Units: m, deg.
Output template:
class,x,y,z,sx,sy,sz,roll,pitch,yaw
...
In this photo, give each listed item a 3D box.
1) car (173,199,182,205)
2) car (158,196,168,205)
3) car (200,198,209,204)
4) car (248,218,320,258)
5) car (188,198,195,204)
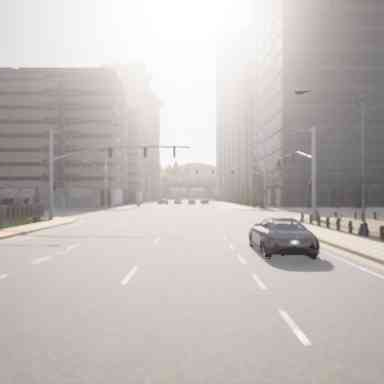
class,x,y,z,sx,sy,sz,roll,pitch,yaw
car,-3.542,2.396,81.806,1.837,1.490,4.892,0,-1,0
car,-7.042,2.121,81.778,2.150,2.045,5.566,0,-1,0
car,3.455,2.461,88.541,1.837,1.490,4.892,0,-1,0
car,3.518,1.712,13.380,1.994,1.385,4.181,0,-1,0
car,-0.045,2.439,88.541,1.882,1.535,5.008,0,-1,0
